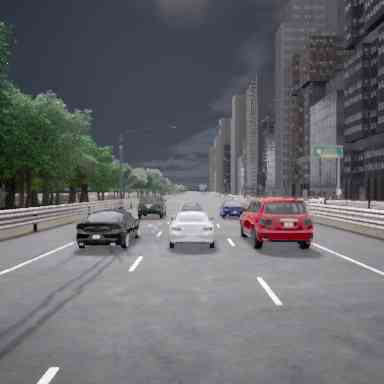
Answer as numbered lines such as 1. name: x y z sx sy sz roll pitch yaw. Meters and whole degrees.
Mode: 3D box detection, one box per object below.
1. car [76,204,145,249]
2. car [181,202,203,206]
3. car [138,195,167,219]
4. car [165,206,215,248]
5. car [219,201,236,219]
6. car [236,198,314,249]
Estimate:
1. car: -3.499 1.491 14.651 1.882 1.535 5.008 0 0 0
2. car: 0.000 1.599 29.652 1.994 1.385 4.181 0 0 0
3. car: -3.499 1.284 29.681 2.150 2.045 5.566 0 0 0
4. car: 0.000 1.539 14.651 1.812 1.442 4.674 0 0 0
5. car: 3.501 1.512 29.652 1.882 1.535 5.008 0 0 0
6. car: 3.500 1.264 14.681 2.150 2.045 5.566 0 0 0
